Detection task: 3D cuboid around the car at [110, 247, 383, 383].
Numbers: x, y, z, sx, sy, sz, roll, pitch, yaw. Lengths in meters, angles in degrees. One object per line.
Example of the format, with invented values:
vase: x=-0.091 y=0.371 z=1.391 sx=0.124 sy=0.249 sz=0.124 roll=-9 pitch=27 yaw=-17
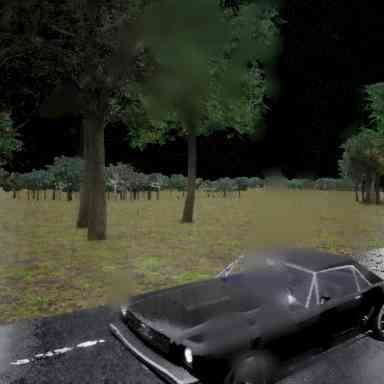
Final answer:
car: x=1.294 y=1.597 z=4.909 sx=4.718 sy=1.301 sz=1.895 roll=0 pitch=0 yaw=-35
